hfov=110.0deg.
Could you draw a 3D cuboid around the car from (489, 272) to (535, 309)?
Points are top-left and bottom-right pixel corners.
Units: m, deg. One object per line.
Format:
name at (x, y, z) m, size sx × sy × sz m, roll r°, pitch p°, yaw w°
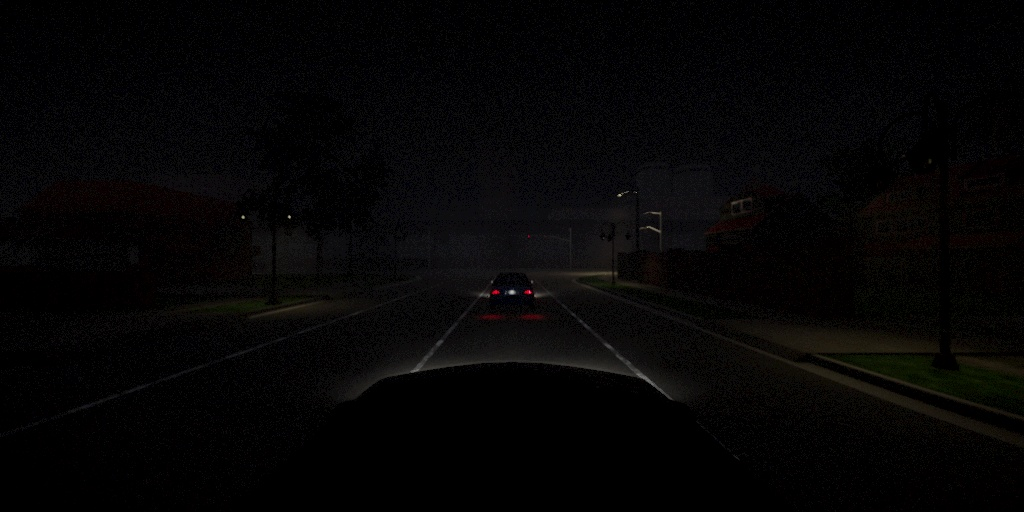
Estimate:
car at (0.000, 1.430, 15.841) m, size 2.033 × 1.411 × 5.357 m, roll 0°, pitch -1°, yaw 0°
